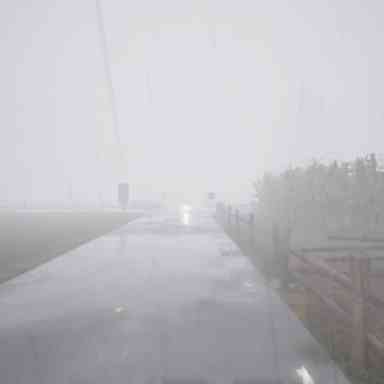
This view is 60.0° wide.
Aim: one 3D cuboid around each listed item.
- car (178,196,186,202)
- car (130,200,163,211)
[{"bbox_3d":[-2.793,2.064,95.508,2.097,1.767,4.553,0,-2,0],"label":"car"},{"bbox_3d":[-5.953,1.713,43.628,4.181,1.385,1.994,0,-1,0],"label":"car"}]
